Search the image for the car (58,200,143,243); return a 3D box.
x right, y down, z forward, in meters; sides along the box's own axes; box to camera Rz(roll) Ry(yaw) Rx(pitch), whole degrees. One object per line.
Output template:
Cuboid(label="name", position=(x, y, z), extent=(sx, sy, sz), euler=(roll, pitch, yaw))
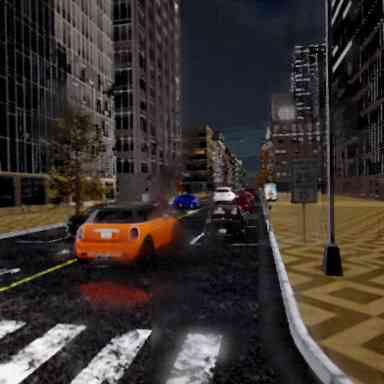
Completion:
Cuboid(label="car", position=(-4.098, 1.244, 15.999), extent=(1.882, 1.535, 5.008), euler=(-1, 1, 11))

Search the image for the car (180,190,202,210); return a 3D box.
Cuboid(label="car", position=(-0.603, 0.927, 33.775), extent=(1.882, 1.535, 5.008), euler=(-1, 1, 11))

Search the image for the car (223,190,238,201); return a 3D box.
Cuboid(label="car", position=(5.996, 0.552, 51.394), extent=(1.882, 1.535, 5.008), euler=(-1, 1, 11))

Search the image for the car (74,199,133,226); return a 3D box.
Cuboid(label="car", position=(-5.599, 1.240, 21.766), extent=(1.752, 1.417, 4.829), euler=(0, 1, 11))

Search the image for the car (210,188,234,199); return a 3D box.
Cuboid(label="car", position=(4.062, 0.475, 41.275), extent=(2.150, 2.045, 5.566), euler=(-1, 1, 12))

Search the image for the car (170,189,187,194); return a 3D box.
Cuboid(label="car", position=(-3.678, -0.036, 91.740), extent=(4.507, 1.381, 1.887), euler=(0, 0, 11))

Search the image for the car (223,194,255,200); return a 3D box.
Cuboid(label="car", position=(3.725, 1.058, 25.775), extent=(1.802, 1.307, 4.206), euler=(0, 1, 11))

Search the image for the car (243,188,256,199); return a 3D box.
Cuboid(label="car", position=(10.136, 0.210, 58.500), extent=(2.192, 1.841, 5.009), euler=(0, 1, 11))

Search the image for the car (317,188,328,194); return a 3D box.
Cuboid(label="car", position=(33.774, -0.183, 84.727), extent=(4.097, 1.590, 1.967), euler=(0, 0, 11))

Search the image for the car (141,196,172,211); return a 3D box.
Cuboid(label="car", position=(-3.429, 1.100, 32.844), extent=(1.802, 1.307, 4.206), euler=(0, 1, 11))

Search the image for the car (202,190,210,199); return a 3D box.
Cuboid(label="car", position=(1.884, 0.562, 59.951), extent=(1.752, 1.417, 4.829), euler=(0, 1, 11))

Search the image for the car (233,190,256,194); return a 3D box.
Cuboid(label="car", position=(5.863, 0.827, 36.684), extent=(1.887, 1.381, 4.507), euler=(0, 1, 11))

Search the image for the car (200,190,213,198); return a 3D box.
Cuboid(label="car", position=(2.985, 0.377, 65.572), extent=(1.967, 1.590, 4.097), euler=(0, 1, 11))

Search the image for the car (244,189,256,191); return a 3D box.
Cuboid(label="car", position=(6.965, 0.708, 42.305), extent=(1.752, 1.417, 4.829), euler=(0, 1, 11))

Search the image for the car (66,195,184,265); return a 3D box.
Cuboid(label="car", position=(-1.911, 1.144, 11.059), extent=(2.097, 1.767, 4.553), euler=(-1, 1, 11))

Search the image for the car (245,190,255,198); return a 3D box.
Cuboid(label="car", position=(11.208, 0.343, 63.959), extent=(1.887, 1.381, 4.507), euler=(0, 1, 11))

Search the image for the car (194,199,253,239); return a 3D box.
Cuboid(label="car", position=(1.587, 1.221, 14.865), extent=(2.008, 1.369, 4.403), euler=(0, 1, 11))
